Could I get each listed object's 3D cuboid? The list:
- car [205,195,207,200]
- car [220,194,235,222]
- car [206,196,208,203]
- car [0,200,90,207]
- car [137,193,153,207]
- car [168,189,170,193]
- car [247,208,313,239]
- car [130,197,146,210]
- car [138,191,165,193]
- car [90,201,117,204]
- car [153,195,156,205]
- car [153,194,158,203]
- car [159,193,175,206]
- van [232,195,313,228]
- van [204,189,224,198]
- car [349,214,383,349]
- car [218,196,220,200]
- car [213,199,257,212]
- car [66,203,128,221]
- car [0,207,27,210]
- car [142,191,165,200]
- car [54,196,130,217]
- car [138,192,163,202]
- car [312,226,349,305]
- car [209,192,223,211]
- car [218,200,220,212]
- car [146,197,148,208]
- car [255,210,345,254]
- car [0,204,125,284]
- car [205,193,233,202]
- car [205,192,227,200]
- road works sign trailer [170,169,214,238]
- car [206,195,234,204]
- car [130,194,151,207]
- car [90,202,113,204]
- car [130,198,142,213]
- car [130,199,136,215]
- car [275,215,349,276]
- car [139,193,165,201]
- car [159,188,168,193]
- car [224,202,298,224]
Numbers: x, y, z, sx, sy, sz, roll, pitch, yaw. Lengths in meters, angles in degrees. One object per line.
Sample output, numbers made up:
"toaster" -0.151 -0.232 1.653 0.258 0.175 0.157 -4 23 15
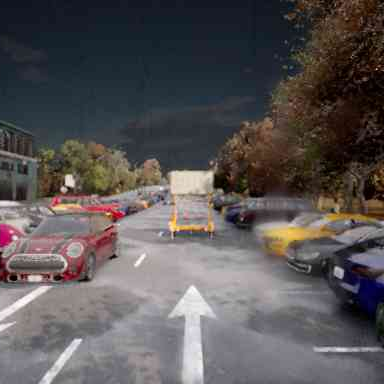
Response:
"car" 5.033 1.391 53.695 5.008 1.535 2.097 0 1 0
"car" 5.011 1.343 22.906 5.566 2.045 2.435 0 0 0
"car" 4.853 1.574 42.544 5.366 1.575 1.946 0 1 0
"car" -8.072 1.443 17.426 4.553 1.767 2.185 0 0 0
"car" -8.010 1.421 45.150 4.553 1.767 2.185 0 1 0
"car" -8.071 0.615 75.793 4.792 1.488 2.163 0 3 0
"car" 5.042 1.596 14.550 4.674 1.452 2.002 0 0 0
"car" -8.047 1.619 36.795 5.008 1.535 2.097 0 0 0
"car" -8.048 1.164 61.871 4.892 1.521 2.231 0 2 0
"car" -8.046 1.593 22.866 5.008 1.535 2.097 0 0 0
"car" -8.012 1.534 47.939 4.792 1.488 2.163 0 1 0
"car" -8.071 1.483 50.727 4.792 1.488 2.163 0 1 0
"car" -3.566 1.415 53.165 2.128 1.511 4.902 0 1 0
"van" 4.923 1.355 20.121 4.442 1.987 1.878 0 0 0
"van" 4.911 0.359 75.865 4.442 1.987 1.878 -1 2 0
"car" 5.011 1.249 3.411 5.566 2.045 2.435 0 0 0
"car" 5.070 1.502 31.384 4.553 1.767 2.185 0 0 0
"car" 5.044 1.602 39.754 5.008 1.535 2.097 0 0 0
"car" -8.043 1.659 28.432 4.674 1.452 2.002 0 0 0
"car" -8.034 1.556 14.517 4.892 1.521 2.231 0 0 0
"car" -8.011 0.711 70.222 4.553 1.767 2.185 0 2 0
"car" -8.012 1.355 25.651 5.566 2.045 2.435 0 0 0
"car" -8.071 1.281 59.094 4.792 1.488 2.163 0 2 0
"car" 5.068 1.544 6.197 4.792 1.488 2.163 0 0 0
"car" 5.067 1.368 36.964 5.566 2.045 2.435 0 0 0
"car" 5.034 1.620 28.598 5.008 1.535 2.097 0 0 0
"car" -8.038 1.643 39.584 4.674 1.452 2.002 0 0 0
"car" 5.045 1.542 11.765 5.008 1.535 2.097 0 0 0
"car" -3.600 1.404 9.877 2.097 1.767 4.553 0 0 0
"car" 5.224 1.058 64.722 5.366 1.575 1.946 0 2 0
"car" 5.041 0.869 70.424 4.674 1.452 2.002 0 3 0
"road works sign trailer" -0.001 0.557 18.213 2.380 3.560 2.880 0 0 0
"car" 5.009 1.276 59.275 4.792 1.488 2.163 0 2 0
"car" -8.010 1.453 42.370 4.553 1.767 2.185 0 0 0
"car" -7.855 1.577 20.083 5.366 1.575 1.946 0 0 0
"car" -8.046 1.627 34.005 5.008 1.535 2.097 0 0 0
"car" -8.070 1.656 31.218 4.792 1.488 2.163 0 0 0
"car" 5.046 1.529 8.980 4.892 1.521 2.231 0 0 0
"car" -8.047 0.954 67.451 5.008 1.535 2.097 0 2 0
"car" -8.013 0.812 64.650 5.566 2.045 2.435 0 2 0
"car" 5.225 1.604 25.690 5.366 1.575 1.946 0 0 0
